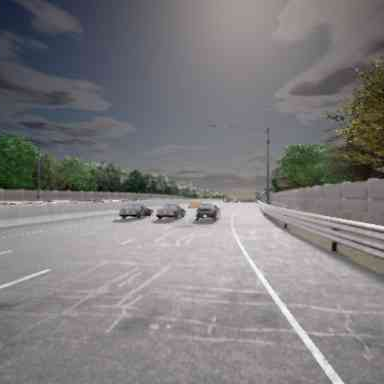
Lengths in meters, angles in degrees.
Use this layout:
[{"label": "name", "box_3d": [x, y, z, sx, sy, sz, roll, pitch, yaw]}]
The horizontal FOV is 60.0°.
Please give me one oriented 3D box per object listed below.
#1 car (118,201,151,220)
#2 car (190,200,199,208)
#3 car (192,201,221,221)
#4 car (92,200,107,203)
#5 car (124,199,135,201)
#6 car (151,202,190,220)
[{"label": "car", "box_3d": [-5.344, 1.865, 32.241, 2.033, 1.411, 5.357, 0, -1, 11]}, {"label": "car", "box_3d": [0.700, 2.271, 64.858, 1.882, 1.535, 5.008, 0, -1, 11]}, {"label": "car", "box_3d": [1.538, 1.848, 30.965, 1.837, 1.490, 4.892, 0, -1, 10]}, {"label": "car", "box_3d": [-17.527, 2.215, 62.590, 1.994, 1.385, 4.181, 0, -1, 11]}, {"label": "car", "box_3d": [-14.637, 2.355, 78.144, 1.882, 1.535, 5.008, 0, -1, 11]}, {"label": "car", "box_3d": [-1.903, 1.876, 31.603, 2.033, 1.411, 5.357, 0, -1, 11]}]
